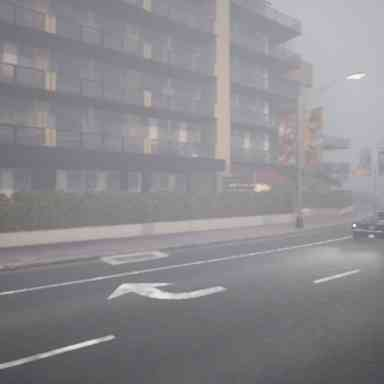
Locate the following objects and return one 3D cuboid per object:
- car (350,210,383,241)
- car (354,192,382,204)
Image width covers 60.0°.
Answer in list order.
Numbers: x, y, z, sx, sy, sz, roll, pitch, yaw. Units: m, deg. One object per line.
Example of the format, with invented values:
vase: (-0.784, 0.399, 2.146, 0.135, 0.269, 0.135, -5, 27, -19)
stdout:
car: (9.202, 1.538, 15.491, 4.718, 1.301, 1.895, 0, 0, -42)
car: (29.769, 0.999, 57.167, 2.150, 2.045, 5.566, 0, 0, -3)
